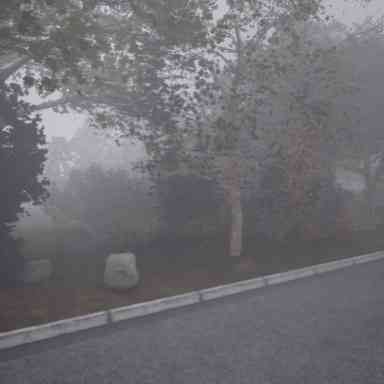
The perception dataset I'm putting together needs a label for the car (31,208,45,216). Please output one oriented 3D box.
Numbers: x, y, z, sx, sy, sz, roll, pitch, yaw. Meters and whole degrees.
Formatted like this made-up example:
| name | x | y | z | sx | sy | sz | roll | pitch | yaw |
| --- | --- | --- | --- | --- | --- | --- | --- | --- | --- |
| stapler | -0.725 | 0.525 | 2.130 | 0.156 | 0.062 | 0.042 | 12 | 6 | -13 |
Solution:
| name | x | y | z | sx | sy | sz | roll | pitch | yaw |
| --- | --- | --- | --- | --- | --- | --- | --- | --- | --- |
| car | -19.437 | 2.307 | 40.976 | 2.231 | 1.521 | 4.892 | 0 | 0 | -36 |
